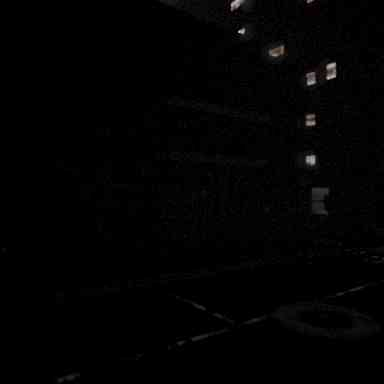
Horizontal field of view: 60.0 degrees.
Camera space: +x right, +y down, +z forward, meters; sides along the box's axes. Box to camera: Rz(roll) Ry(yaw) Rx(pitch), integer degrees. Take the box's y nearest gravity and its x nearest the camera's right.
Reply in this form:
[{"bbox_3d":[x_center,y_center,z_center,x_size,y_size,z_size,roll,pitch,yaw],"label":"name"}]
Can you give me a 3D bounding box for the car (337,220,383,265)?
[{"bbox_3d":[6.694,1.636,11.347,4.403,1.369,2.008,1,0,-36],"label":"car"}]
